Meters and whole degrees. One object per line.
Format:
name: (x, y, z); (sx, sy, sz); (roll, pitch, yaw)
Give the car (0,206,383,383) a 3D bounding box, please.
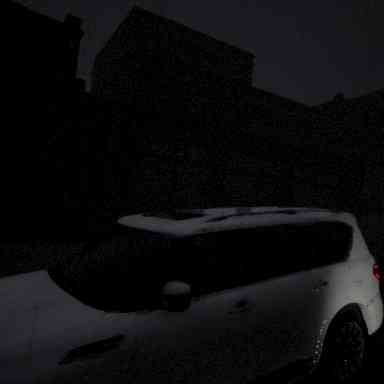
car: (-0.058, 1.225, 3.824); (5.566, 2.045, 2.150); (0, 0, -34)
